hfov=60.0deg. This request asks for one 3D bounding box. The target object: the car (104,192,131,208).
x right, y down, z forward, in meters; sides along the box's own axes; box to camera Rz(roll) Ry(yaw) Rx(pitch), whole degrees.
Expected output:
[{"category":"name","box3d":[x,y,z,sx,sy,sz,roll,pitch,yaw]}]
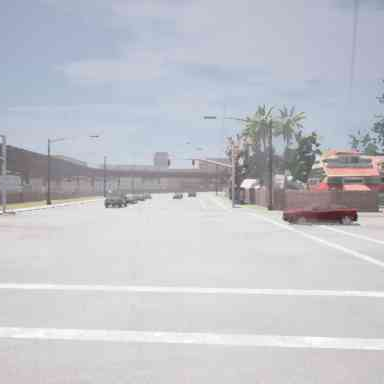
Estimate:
[{"category":"car","box3d":[-10.509,1.082,46.405,2.150,2.045,5.566,0,1,1]}]

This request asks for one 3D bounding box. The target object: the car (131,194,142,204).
[{"category":"car","box3d":[-10.445,1.286,56.527,2.033,1.411,5.357,0,1,0]}]

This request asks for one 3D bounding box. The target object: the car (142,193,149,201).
[{"category":"car","box3d":[-10.436,1.142,66.245,1.994,1.385,4.181,0,1,0]}]

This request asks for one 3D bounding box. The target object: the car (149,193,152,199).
[{"category":"car","box3d":[-10.426,0.897,76.577,1.812,1.442,4.674,0,1,0]}]

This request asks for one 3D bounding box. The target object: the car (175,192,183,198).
[{"category":"car","box3d":[-3.416,0.709,87.201,1.994,1.385,4.181,0,1,0]}]

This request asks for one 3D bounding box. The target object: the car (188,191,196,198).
[{"category":"car","box3d":[0.084,0.519,86.839,2.097,1.767,4.553,0,1,0]}]

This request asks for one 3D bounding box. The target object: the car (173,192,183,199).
[{"category":"car","box3d":[-3.425,0.963,76.883,1.895,1.301,4.718,0,1,0]}]

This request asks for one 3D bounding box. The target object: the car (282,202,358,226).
[{"category":"car","box3d":[8.821,1.482,23.051,5.008,1.535,1.882,0,0,-3]}]
